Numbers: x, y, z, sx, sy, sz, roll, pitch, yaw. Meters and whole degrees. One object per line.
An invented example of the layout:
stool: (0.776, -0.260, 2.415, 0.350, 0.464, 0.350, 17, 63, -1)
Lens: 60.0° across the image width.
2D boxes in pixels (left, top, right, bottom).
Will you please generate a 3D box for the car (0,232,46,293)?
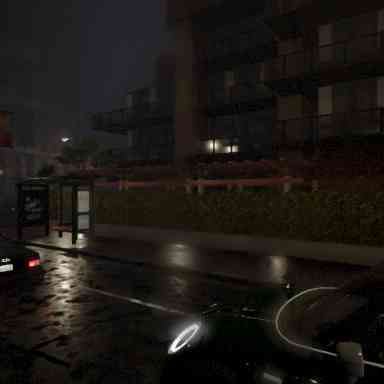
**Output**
car: (-5.701, 1.547, 8.018, 5.357, 1.411, 2.033, 0, 0, 36)

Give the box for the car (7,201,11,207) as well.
car: (-24.521, 1.477, 49.072, 1.882, 1.535, 5.008, 0, 0, 35)

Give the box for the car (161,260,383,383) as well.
car: (1.914, 1.352, 2.639, 4.553, 1.767, 2.097, 0, 0, 35)

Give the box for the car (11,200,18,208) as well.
car: (-22.024, 1.505, 46.529, 1.837, 1.490, 4.892, 0, 0, 36)
